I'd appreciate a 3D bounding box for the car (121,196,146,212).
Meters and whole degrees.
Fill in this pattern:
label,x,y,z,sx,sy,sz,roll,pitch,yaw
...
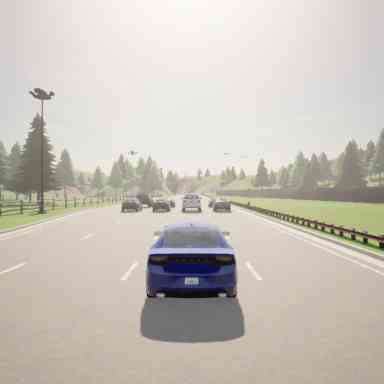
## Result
label,x,y,z,sx,sy,sz,roll,pitch,yaw
car,-7.042,1.505,39.157,1.837,1.490,4.892,0,0,0

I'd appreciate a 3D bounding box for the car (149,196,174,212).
label,x,y,z,sx,sy,sz,roll,pitch,yaw
car,-3.542,1.505,39.161,1.837,1.490,4.892,0,0,0

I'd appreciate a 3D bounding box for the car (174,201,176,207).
label,x,y,z,sx,sy,sz,roll,pitch,yaw
car,-3.553,1.564,49.580,1.994,1.385,4.181,0,0,0

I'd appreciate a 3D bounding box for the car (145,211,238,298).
label,x,y,z,sx,sy,sz,roll,pitch,yaw
car,-0.009,1.478,8.556,1.882,1.535,5.008,0,0,0

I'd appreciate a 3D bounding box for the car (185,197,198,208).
label,x,y,z,sx,sy,sz,roll,pitch,yaw
car,-0.053,1.478,49.584,1.882,1.535,5.008,0,0,0

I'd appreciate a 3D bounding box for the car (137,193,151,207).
label,x,y,z,sx,sy,sz,roll,pitch,yaw
car,-7.053,1.221,49.607,2.150,2.045,5.566,0,0,0

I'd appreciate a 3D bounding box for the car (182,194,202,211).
label,x,y,z,sx,sy,sz,roll,pitch,yaw
car,-0.042,1.221,39.195,2.150,2.045,5.566,0,0,0

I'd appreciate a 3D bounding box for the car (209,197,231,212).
label,x,y,z,sx,sy,sz,roll,pitch,yaw
car,3.458,1.491,39.168,2.128,1.511,4.902,0,0,0
